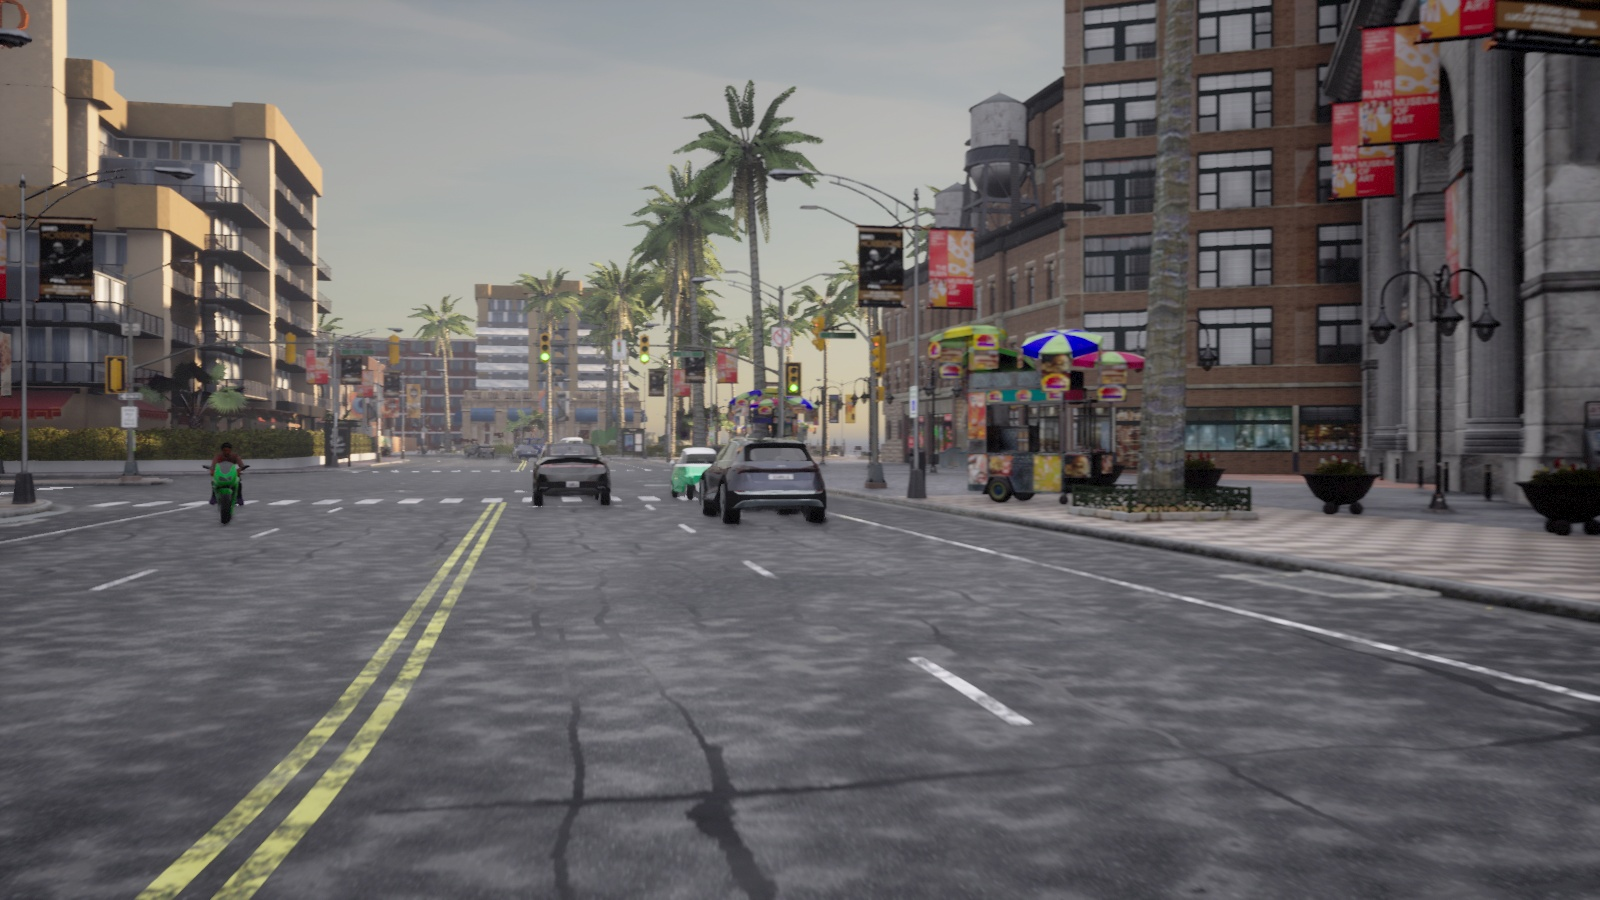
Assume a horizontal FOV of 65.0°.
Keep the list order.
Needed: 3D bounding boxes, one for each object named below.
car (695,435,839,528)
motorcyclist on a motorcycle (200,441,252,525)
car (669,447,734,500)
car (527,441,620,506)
[{"bbox_3d":[-0.779,0.537,24.880,2.033,1.649,4.856,0,0,-12],"label":"car"},{"bbox_3d":[-10.853,0.596,23.790,0.797,1.523,2.044,0,0,-22],"label":"motorcyclist on a motorcycle"},{"bbox_3d":[-2.699,0.609,34.134,1.481,1.376,2.207,0,1,-12],"label":"car"},{"bbox_3d":[-5.755,0.525,31.631,2.128,1.511,4.902,0,0,-12],"label":"car"}]
